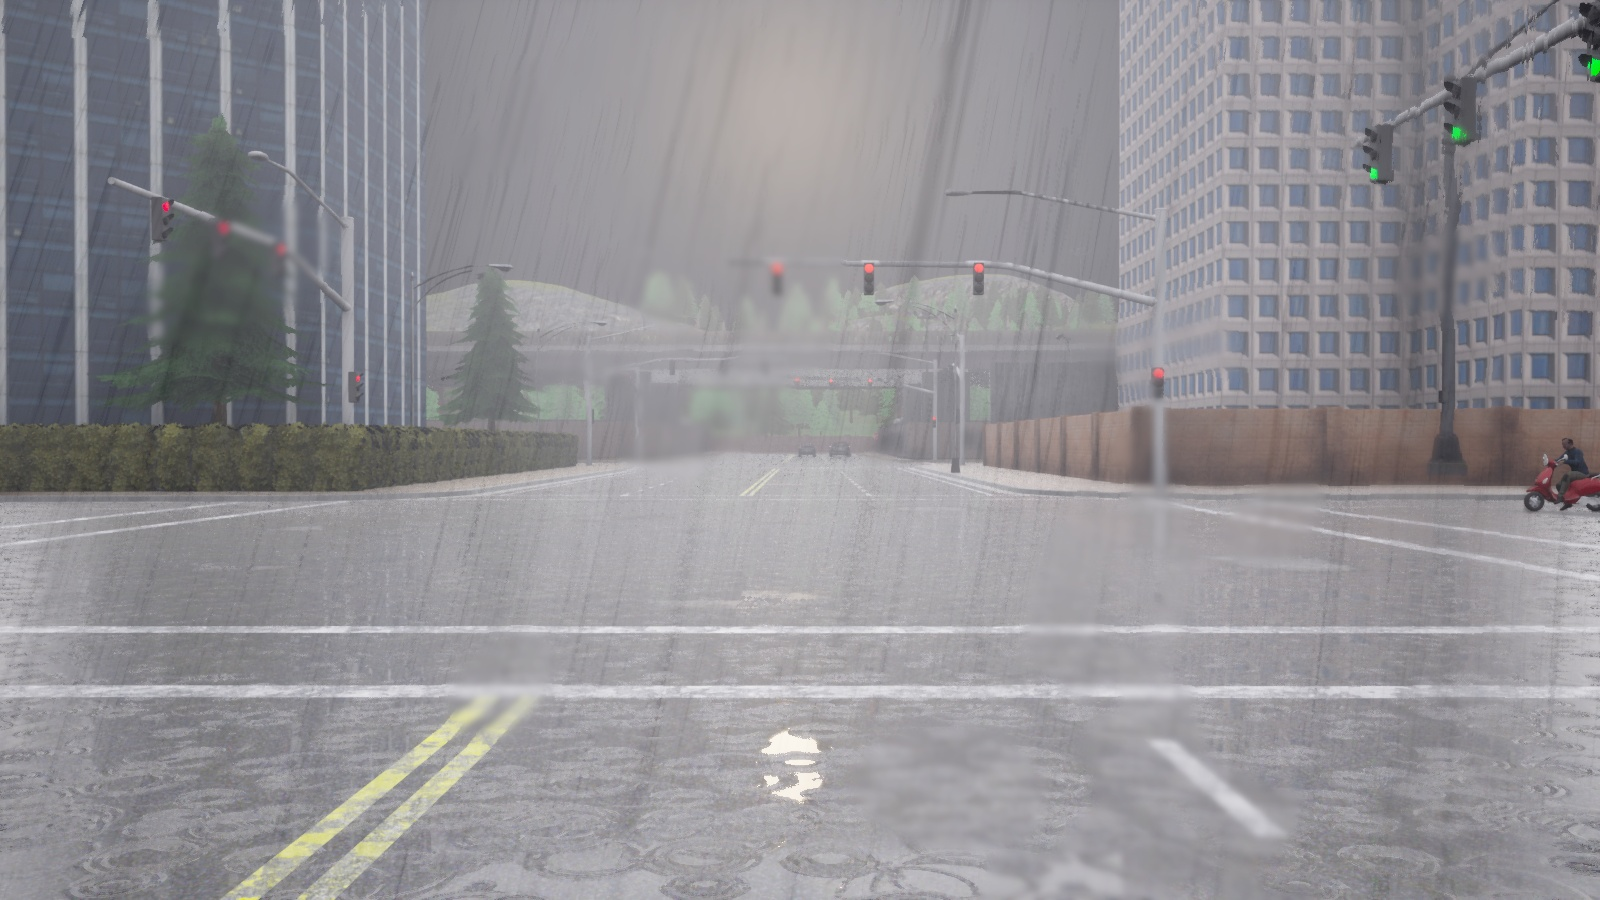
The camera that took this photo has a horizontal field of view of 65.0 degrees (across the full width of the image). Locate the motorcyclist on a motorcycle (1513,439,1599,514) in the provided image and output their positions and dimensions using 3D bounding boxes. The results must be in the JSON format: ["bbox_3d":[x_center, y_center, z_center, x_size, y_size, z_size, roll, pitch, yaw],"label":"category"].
[{"bbox_3d":[16.569,0.560,27.136,1.817,1.590,0.866,0,0,1],"label":"motorcyclist on a motorcycle"}]
